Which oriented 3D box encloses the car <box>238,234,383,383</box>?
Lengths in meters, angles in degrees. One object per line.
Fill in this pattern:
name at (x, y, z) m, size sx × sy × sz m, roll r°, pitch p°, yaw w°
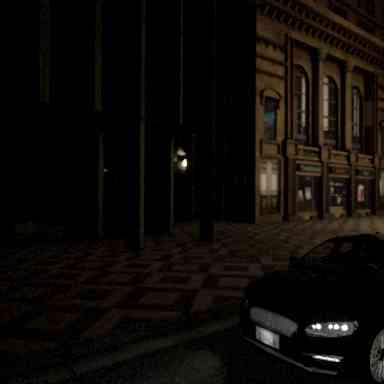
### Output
car at (2.905, 1.498, 5.460) m, size 4.902 × 1.511 × 2.128 m, roll 0°, pitch 0°, yaw -36°
